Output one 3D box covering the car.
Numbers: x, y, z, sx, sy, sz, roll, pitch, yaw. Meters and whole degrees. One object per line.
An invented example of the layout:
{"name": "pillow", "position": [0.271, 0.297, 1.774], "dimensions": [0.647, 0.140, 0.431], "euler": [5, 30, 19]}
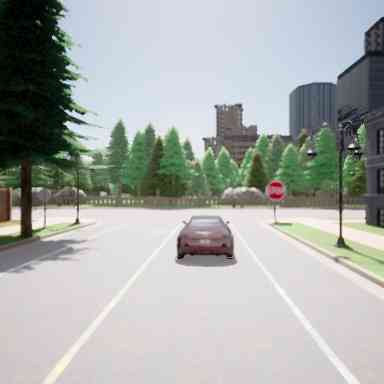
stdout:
{"name": "car", "position": [0.530, 1.563, 12.705], "dimensions": [1.994, 1.385, 4.181], "euler": [0, 0, 3]}
